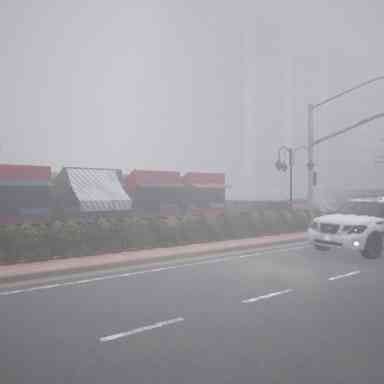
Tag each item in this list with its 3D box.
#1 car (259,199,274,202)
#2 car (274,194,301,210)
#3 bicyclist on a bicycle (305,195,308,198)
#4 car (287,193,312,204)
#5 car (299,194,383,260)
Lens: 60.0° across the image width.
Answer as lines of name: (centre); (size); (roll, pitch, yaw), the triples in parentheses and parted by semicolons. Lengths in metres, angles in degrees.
car: (8.464, 1.436, 34.272); (2.128, 1.511, 4.902); (0, 0, -36)
car: (9.352, 1.297, 27.082); (2.097, 1.767, 4.553); (0, 0, -36)
bicyclist on a bicycle: (15.550, 1.246, 44.917); (1.656, 1.620, 0.582); (0, 0, -36)
car: (19.024, 1.114, 59.110); (1.905, 1.878, 3.866); (0, 0, -36)
car: (6.957, 1.221, 12.728); (5.566, 2.045, 2.150); (0, 0, -31)
